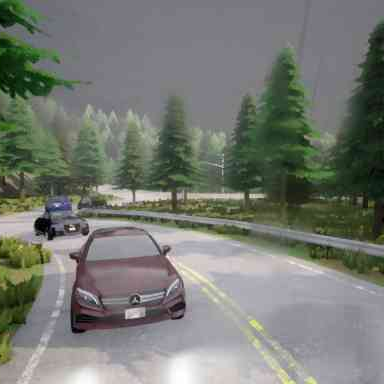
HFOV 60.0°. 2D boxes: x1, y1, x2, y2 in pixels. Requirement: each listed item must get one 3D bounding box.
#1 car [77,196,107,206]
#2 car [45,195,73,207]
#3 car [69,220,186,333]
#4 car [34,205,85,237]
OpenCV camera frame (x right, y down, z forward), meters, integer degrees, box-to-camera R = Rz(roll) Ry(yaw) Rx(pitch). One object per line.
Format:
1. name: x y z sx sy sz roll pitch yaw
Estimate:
1. car: -12.738 1.289 42.825 2.097 1.767 4.553 2 2 13
2. car: -12.877 1.326 32.234 2.150 2.045 5.566 -1 0 -18
3. car: -1.525 1.523 7.095 1.812 1.442 4.674 -2 0 -17
4. car: -7.081 1.663 17.849 1.994 1.385 4.181 -4 2 -38
